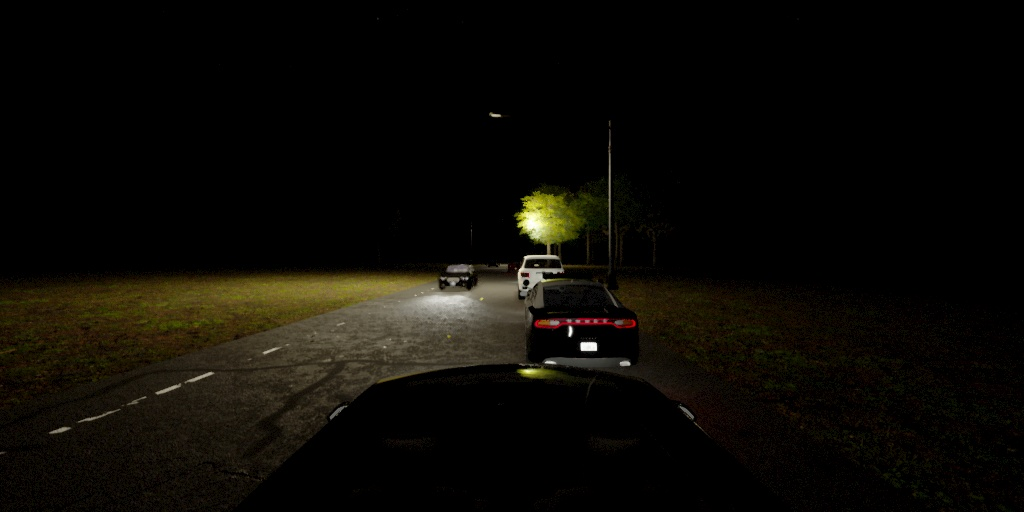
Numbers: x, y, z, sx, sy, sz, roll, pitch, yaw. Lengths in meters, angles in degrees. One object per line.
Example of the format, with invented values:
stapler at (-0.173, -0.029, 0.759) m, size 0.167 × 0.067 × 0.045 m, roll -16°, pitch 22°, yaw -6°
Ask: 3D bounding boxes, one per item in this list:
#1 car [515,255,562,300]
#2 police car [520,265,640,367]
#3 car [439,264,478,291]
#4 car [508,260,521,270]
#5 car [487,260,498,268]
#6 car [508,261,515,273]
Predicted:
car at (1.382, 0.987, 17.970) m, size 2.150 × 2.045 × 5.566 m, roll 0°, pitch 0°, yaw 1°
police car at (1.216, 1.174, 8.025) m, size 1.930 × 1.638 × 5.238 m, roll 0°, pitch 0°, yaw 1°
car at (-3.226, 1.260, 22.199) m, size 2.128 × 1.511 × 4.902 m, roll 0°, pitch 0°, yaw 1°
car at (0.332, 1.399, 57.063) m, size 1.994 × 1.385 × 4.181 m, roll 0°, pitch -1°, yaw -1°
car at (-3.384, 1.421, 64.561) m, size 2.033 × 1.411 × 5.357 m, roll 0°, pitch 0°, yaw -1°
car at (0.459, 1.338, 45.118) m, size 1.812 × 1.442 × 4.674 m, roll 0°, pitch 0°, yaw 0°
